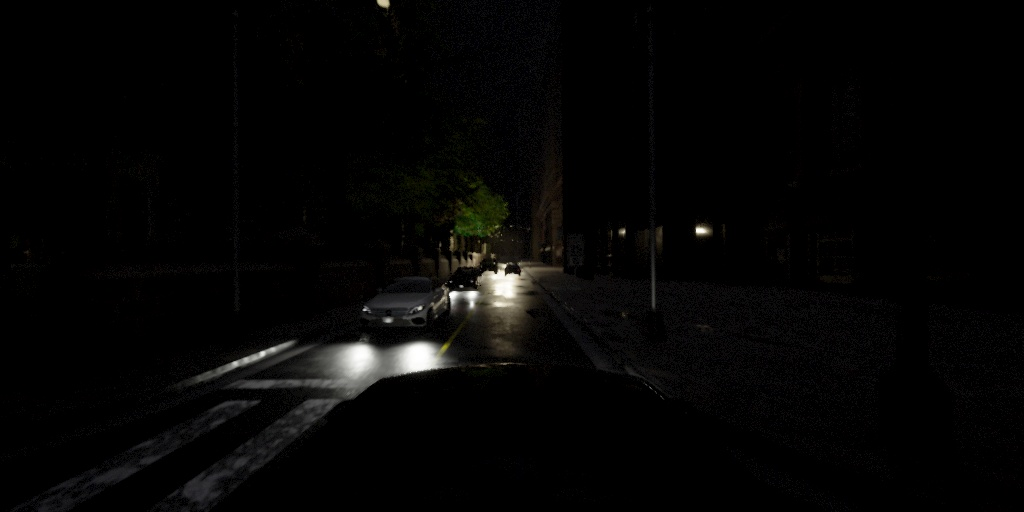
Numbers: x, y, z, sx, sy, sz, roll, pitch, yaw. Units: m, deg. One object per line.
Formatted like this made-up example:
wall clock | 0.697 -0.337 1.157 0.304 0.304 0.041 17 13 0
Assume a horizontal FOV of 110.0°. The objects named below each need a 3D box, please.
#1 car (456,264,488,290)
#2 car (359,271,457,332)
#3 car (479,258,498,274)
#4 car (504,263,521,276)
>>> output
car | -3.057 1.457 24.359 2.033 1.411 5.357 0 0 0
car | -3.089 1.350 11.280 1.812 1.442 4.674 0 0 0
car | -2.921 1.256 45.842 2.150 2.045 5.566 0 0 0
car | 0.071 1.592 40.532 1.895 1.301 4.718 0 0 0
